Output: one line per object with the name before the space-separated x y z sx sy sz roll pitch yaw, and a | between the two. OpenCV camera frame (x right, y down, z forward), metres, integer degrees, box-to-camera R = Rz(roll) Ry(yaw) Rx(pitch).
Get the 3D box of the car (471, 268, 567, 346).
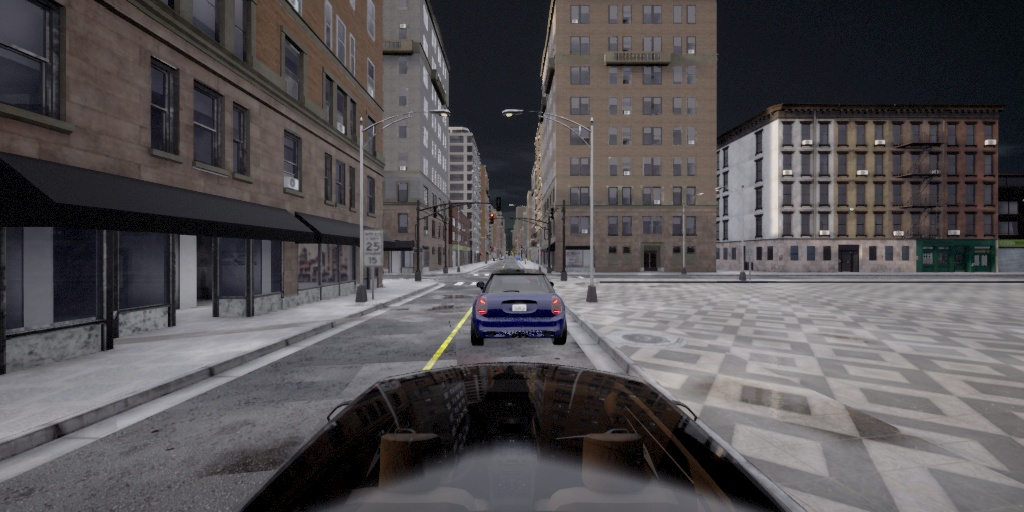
car | 0.101 1.102 9.622 2.097 1.767 4.553 0 0 -1
